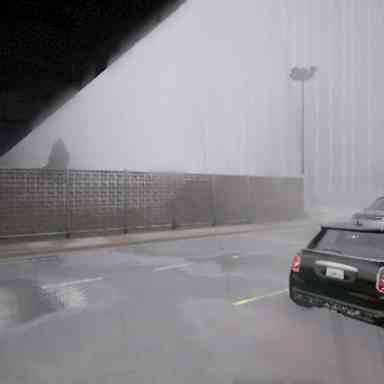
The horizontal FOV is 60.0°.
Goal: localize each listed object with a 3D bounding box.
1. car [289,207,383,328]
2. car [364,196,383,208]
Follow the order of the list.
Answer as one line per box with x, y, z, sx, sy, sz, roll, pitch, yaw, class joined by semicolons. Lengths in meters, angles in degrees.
4.058;1.334;6.654;4.553;1.767;2.097;0;0;-36;car
9.316;1.182;14.864;5.566;2.045;2.150;0;0;-35;car
